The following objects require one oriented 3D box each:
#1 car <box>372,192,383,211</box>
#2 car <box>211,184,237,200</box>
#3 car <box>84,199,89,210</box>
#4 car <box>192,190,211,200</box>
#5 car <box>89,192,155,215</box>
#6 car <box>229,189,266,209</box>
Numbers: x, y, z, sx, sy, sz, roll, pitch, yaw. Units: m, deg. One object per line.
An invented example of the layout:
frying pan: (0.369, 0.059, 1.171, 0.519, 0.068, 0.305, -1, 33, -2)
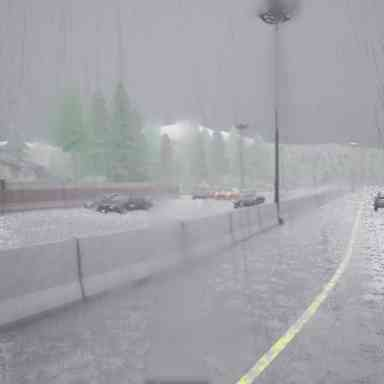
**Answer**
car: (15.655, 0.744, 26.720, 2.128, 1.511, 4.902, 1, 2, 28)
car: (4.765, 0.204, 43.841, 2.097, 1.767, 4.553, 1, 2, 28)
car: (-7.180, 0.756, 28.915, 2.128, 1.511, 4.902, 1, 2, 28)
car: (1.656, 0.415, 45.455, 1.994, 1.385, 4.181, 1, 2, 28)
car: (-4.977, 0.891, 25.605, 2.033, 1.411, 5.357, 1, 2, 28)
car: (5.288, 0.705, 30.008, 1.837, 1.490, 4.892, 1, 1, 28)
